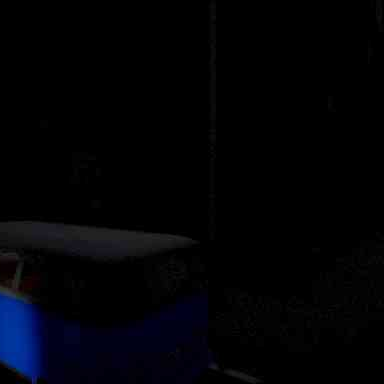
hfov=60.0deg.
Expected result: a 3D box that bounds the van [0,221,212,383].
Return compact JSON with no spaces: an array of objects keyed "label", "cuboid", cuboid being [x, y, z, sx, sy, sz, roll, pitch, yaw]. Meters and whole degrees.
[{"label":"van","cuboid":[-1.685,1.339,4.276,3.998,1.788,1.690,0,0,36]}]
